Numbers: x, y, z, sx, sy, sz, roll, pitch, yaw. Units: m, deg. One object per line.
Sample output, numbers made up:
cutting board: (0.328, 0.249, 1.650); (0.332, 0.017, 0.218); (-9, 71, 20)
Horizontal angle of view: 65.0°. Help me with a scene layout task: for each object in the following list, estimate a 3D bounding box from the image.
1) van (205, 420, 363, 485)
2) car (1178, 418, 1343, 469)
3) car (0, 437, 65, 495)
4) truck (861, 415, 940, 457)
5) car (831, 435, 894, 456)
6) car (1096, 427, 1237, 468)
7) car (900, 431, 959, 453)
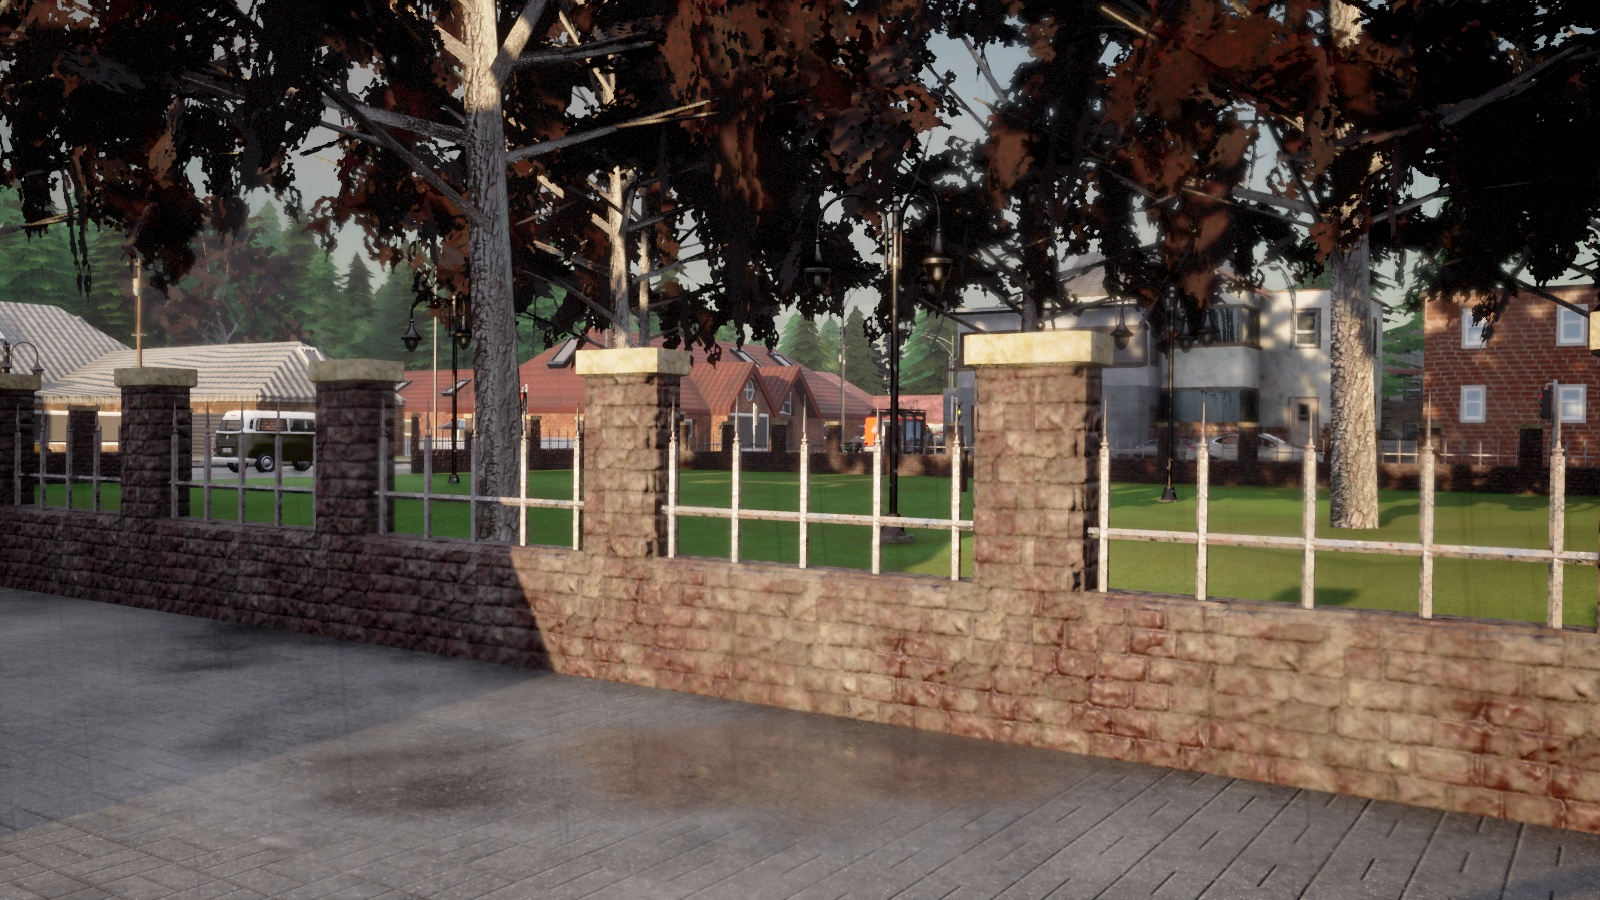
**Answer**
van: (-17.129, 0.038, 41.871); (2.069, 2.038, 4.480); (0, 1, 32)
car: (15.818, -0.223, 43.176); (5.027, 1.651, 2.152); (0, 1, 31)
car: (-22.672, 0.457, 33.476); (1.882, 1.535, 5.008); (0, 1, 32)
truck: (6.245, -0.865, 77.151); (2.627, 2.467, 5.204); (0, 1, 34)
car: (4.089, -0.313, 81.110); (1.895, 1.301, 4.718); (0, 1, 34)
car: (14.300, -0.112, 49.094); (4.902, 1.511, 2.128); (0, 1, 34)
car: (9.185, -0.564, 88.792); (2.163, 1.488, 4.792); (0, 1, 34)
